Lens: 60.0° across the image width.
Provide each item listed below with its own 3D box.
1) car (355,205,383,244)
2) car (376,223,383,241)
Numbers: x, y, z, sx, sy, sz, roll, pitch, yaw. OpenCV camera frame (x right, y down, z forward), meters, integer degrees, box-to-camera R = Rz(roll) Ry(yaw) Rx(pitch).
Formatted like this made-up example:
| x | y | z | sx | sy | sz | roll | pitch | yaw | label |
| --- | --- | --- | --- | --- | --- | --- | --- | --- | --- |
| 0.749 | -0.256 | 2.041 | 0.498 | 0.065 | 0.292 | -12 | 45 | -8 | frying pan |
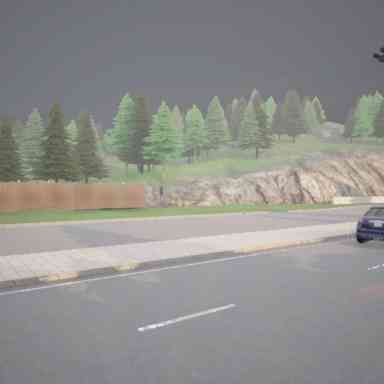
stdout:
| x | y | z | sx | sy | sz | roll | pitch | yaw | label |
| --- | --- | --- | --- | --- | --- | --- | --- | --- | --- |
| 9.222 | 1.352 | 14.625 | 4.553 | 1.767 | 2.097 | 0 | 0 | -35 | car |
| 7.453 | 1.547 | 9.062 | 5.357 | 1.411 | 2.033 | 0 | 0 | -36 | car |
